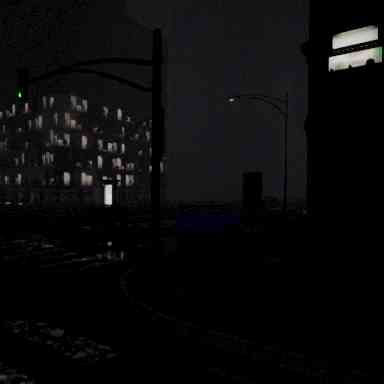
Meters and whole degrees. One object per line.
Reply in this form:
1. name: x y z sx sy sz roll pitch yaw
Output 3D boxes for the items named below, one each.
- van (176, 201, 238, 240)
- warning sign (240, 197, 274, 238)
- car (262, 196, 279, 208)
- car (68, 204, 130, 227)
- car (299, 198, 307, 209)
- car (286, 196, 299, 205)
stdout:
1. van: 0.875 1.368 16.991 1.690 1.788 3.998 1 1 35
2. warning sign: 3.157 1.177 16.097 1.300 1.860 1.060 1 1 35
3. car: 10.082 1.293 44.390 1.967 1.590 4.097 1 1 35
4. car: -5.956 1.467 21.852 1.947 1.339 4.313 1 1 35
5. car: 15.639 1.442 42.313 1.837 1.490 4.892 1 1 36
6. car: 16.399 1.364 53.269 1.752 1.417 4.829 1 1 35
